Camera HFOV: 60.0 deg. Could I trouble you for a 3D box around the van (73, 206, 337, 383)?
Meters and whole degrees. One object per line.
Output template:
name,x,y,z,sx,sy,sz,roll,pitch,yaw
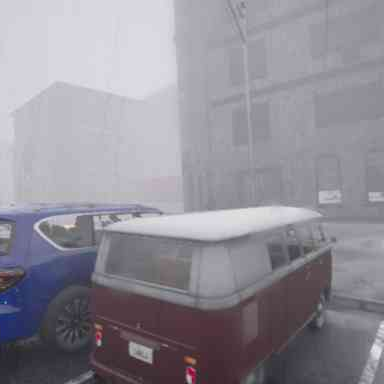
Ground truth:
van,0.772,1.251,4.911,1.878,1.987,4.442,0,0,35

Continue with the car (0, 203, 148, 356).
car,-1.552,1.222,6.460,2.435,2.045,5.566,0,0,35
